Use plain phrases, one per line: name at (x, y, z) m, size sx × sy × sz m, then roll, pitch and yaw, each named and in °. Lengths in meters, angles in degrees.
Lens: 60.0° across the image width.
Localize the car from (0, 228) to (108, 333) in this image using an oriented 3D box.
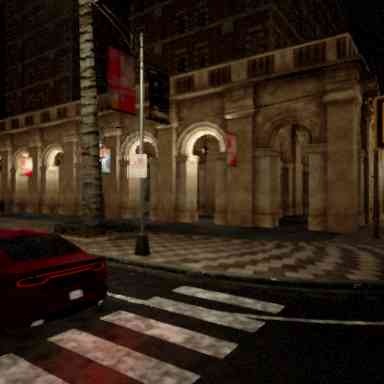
car at (-3.863, 1.484, 6.748) m, size 5.008 × 1.535 × 1.882 m, roll 0°, pitch 0°, yaw 35°
